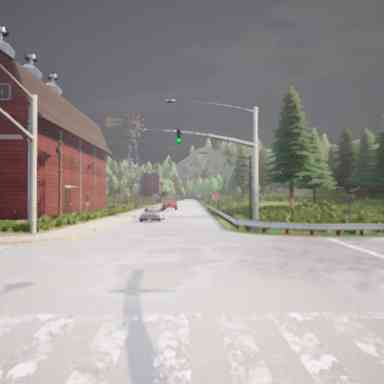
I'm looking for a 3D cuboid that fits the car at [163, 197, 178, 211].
[{"bbox_3d":[-3.510,1.888,54.279,2.150,2.045,5.566,0,-1,0],"label":"car"}]

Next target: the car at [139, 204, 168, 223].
[{"bbox_3d":[-3.505,1.996,29.588,1.895,1.301,4.718,0,-1,0],"label":"car"}]
